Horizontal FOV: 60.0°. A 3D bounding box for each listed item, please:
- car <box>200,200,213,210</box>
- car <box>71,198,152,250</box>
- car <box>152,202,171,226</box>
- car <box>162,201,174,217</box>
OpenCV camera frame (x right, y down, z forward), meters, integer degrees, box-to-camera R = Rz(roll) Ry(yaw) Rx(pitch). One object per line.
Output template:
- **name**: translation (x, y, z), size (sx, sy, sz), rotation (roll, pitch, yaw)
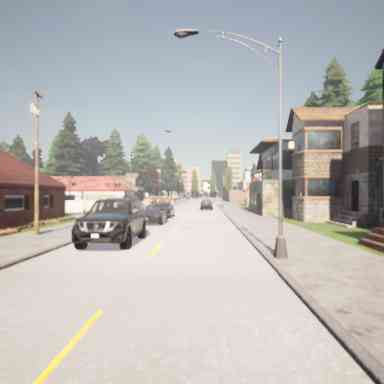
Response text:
- **car**: translation (2.070, 1.822, 47.733), size (2.033, 1.411, 5.357), rotation (0, 0, 3)
- **car**: translation (-3.517, 1.308, 15.237), size (2.150, 2.045, 5.566), rotation (0, 0, 3)
- **car**: translation (-3.017, 1.706, 24.889), size (1.994, 1.385, 4.181), rotation (0, 0, 3)
- **car**: translation (-2.774, 1.685, 31.630), size (1.837, 1.490, 4.892), rotation (0, 0, 3)
